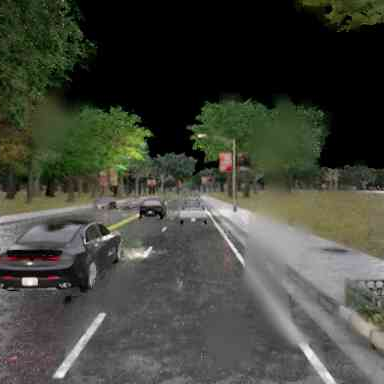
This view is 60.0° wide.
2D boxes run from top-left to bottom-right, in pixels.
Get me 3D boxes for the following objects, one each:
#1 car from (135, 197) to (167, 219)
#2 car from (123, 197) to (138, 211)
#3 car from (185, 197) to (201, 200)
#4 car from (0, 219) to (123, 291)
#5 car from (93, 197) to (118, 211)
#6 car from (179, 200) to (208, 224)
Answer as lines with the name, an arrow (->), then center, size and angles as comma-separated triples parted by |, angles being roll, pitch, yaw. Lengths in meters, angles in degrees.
car -> -3.149, 1.372, 27.624 | 1.882, 1.535, 5.008 | 0, 0, 0
car -> -6.538, 1.353, 37.821 | 1.837, 1.490, 4.892 | 0, 0, 1
car -> 0.100, 1.317, 42.156 | 2.128, 1.511, 4.902 | 0, 0, 0
car -> -3.150, 1.482, 8.884 | 1.837, 1.490, 4.892 | 0, 0, 0
car -> -9.787, 1.339, 37.825 | 2.128, 1.511, 4.902 | 0, 0, 1
car -> 0.099, 1.513, 23.940 | 1.895, 1.301, 4.718 | 0, 0, 0
